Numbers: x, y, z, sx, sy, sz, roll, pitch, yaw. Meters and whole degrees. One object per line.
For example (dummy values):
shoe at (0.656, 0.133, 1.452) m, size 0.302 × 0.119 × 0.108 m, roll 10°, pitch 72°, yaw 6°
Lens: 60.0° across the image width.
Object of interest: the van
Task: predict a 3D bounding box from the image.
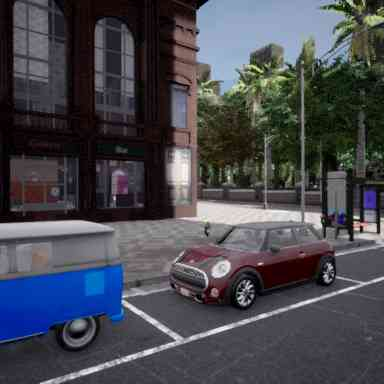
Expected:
van at (-2.941, 1.341, 4.557) m, size 3.998 × 1.788 × 1.690 m, roll 0°, pitch 0°, yaw -36°

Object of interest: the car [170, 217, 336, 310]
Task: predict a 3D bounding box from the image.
car at (1.475, 1.439, 7.710) m, size 4.097 × 1.590 × 1.967 m, roll 0°, pitch 0°, yaw -36°
